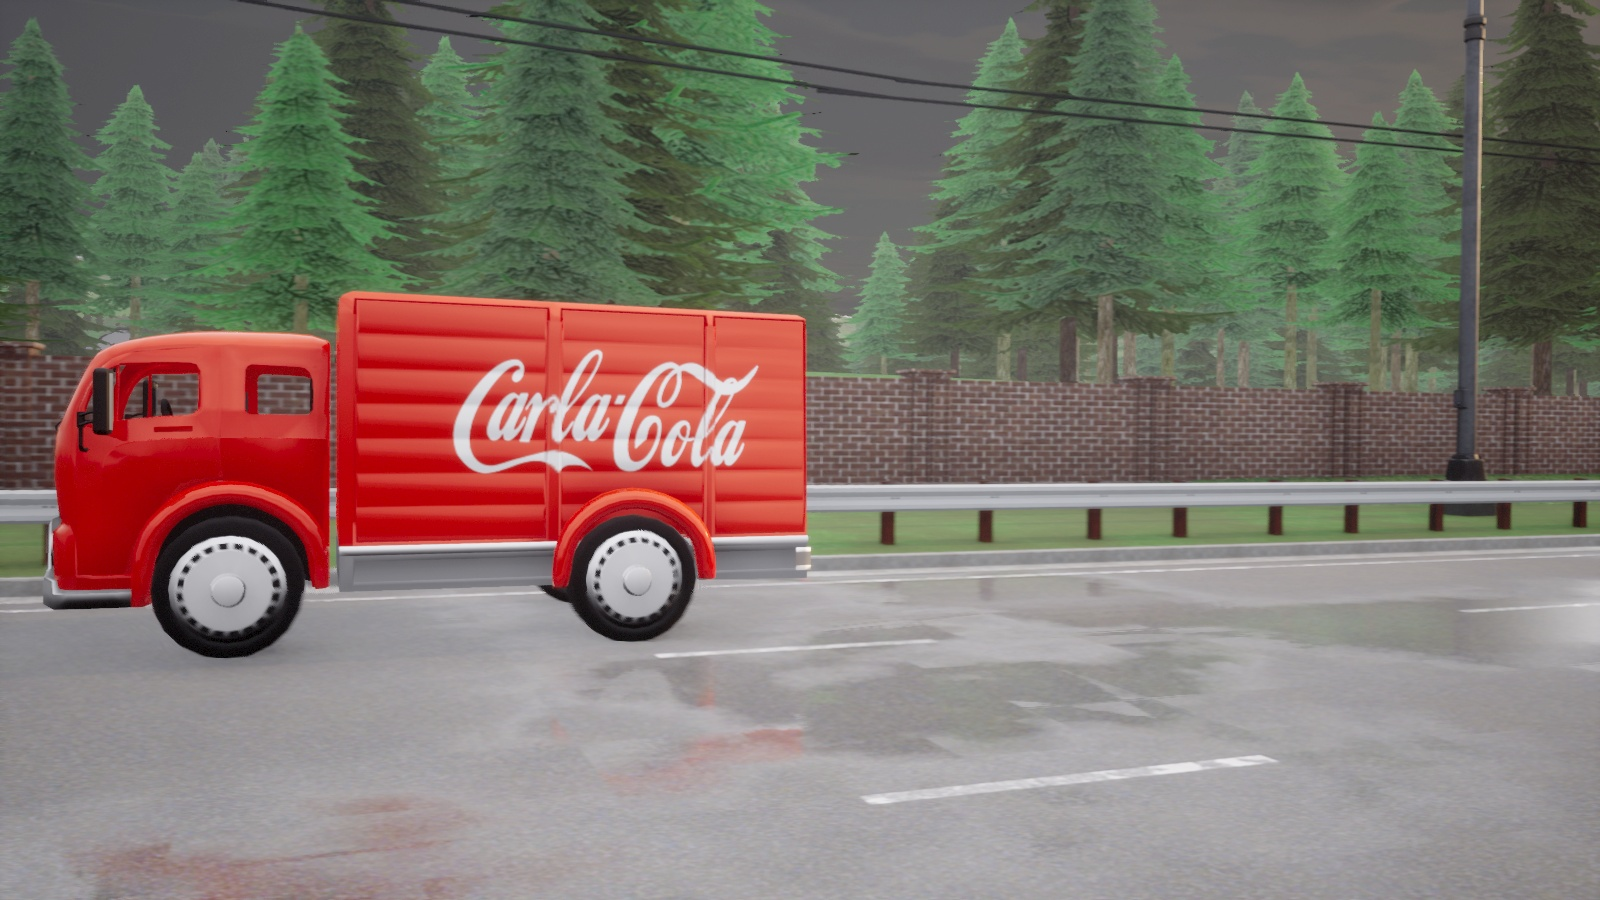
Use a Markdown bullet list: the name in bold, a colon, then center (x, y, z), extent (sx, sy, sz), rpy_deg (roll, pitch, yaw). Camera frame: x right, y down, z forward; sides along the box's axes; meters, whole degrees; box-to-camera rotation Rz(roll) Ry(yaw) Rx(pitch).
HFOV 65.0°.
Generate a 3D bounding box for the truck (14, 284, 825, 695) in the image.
- **truck**: center (-2.726, 0.183, 9.685), extent (5.204, 2.467, 2.627), rpy_deg (-1, 1, -21)
